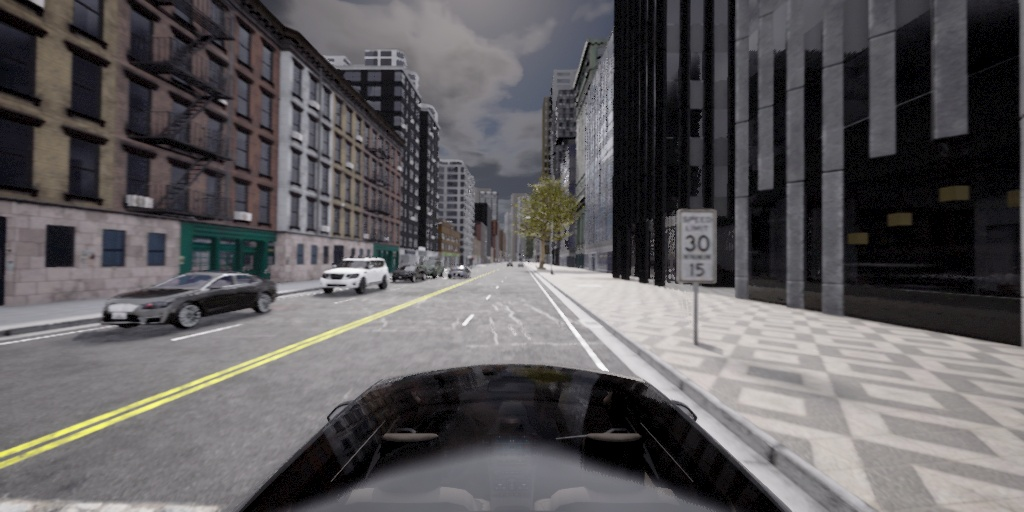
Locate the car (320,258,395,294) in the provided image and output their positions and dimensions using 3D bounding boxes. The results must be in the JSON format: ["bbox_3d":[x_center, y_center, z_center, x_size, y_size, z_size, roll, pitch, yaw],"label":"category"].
[{"bbox_3d":[-9.403,1.117,22.025,2.150,2.045,5.566,1,-1,1],"label":"car"}]

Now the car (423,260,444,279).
[{"bbox_3d":[-8.883,1.426,38.835,2.150,2.045,5.566,1,-1,1],"label":"car"}]

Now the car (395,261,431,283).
[{"bbox_3d":[-9.106,1.502,32.006,1.882,1.535,5.008,1,0,2],"label":"car"}]

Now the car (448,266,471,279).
[{"bbox_3d":[-5.637,1.762,38.778,1.994,1.385,4.181,1,-1,1],"label":"car"}]

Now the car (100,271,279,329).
[{"bbox_3d":[-9.676,1.253,11.348,2.128,1.511,4.902,1,-1,2],"label":"car"}]
